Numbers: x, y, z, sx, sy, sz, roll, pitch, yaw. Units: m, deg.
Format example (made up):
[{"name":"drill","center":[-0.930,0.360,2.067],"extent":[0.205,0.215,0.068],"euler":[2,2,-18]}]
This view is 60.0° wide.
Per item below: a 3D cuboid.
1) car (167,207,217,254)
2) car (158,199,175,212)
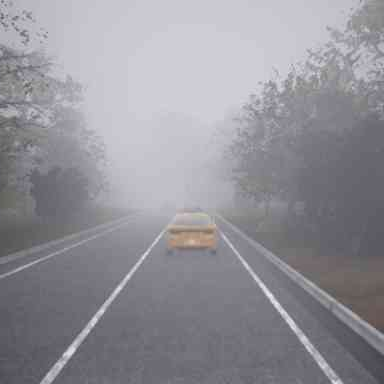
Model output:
[{"name":"car","center":[0.015,1.619,14.239],"extent":[1.882,1.535,5.008],"euler":[0,0,1]},{"name":"car","center":[-3.560,1.808,46.621],"extent":[2.097,1.767,4.553],"euler":[0,0,0]}]
